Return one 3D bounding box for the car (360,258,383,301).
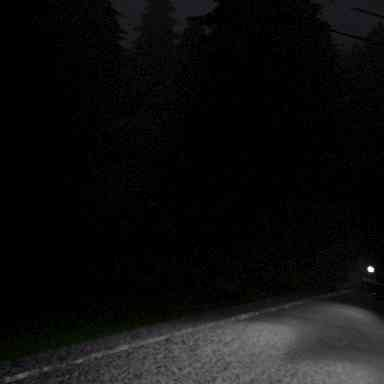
[{"bbox_3d":[5.718,1.601,6.887,4.718,1.301,1.895,0,0,-29],"label":"car"}]
